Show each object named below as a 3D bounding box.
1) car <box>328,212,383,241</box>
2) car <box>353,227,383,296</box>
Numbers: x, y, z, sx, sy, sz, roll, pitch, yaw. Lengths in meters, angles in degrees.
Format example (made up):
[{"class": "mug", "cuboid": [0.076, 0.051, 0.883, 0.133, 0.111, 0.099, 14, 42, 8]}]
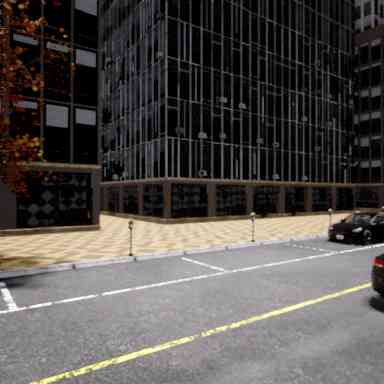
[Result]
[{"class": "car", "cuboid": [8.395, 1.643, 16.060, 4.313, 1.339, 1.947, 0, 0, -35]}, {"class": "car", "cuboid": [5.756, 1.559, 7.336, 4.674, 1.442, 1.812, 0, 0, -35]}]
